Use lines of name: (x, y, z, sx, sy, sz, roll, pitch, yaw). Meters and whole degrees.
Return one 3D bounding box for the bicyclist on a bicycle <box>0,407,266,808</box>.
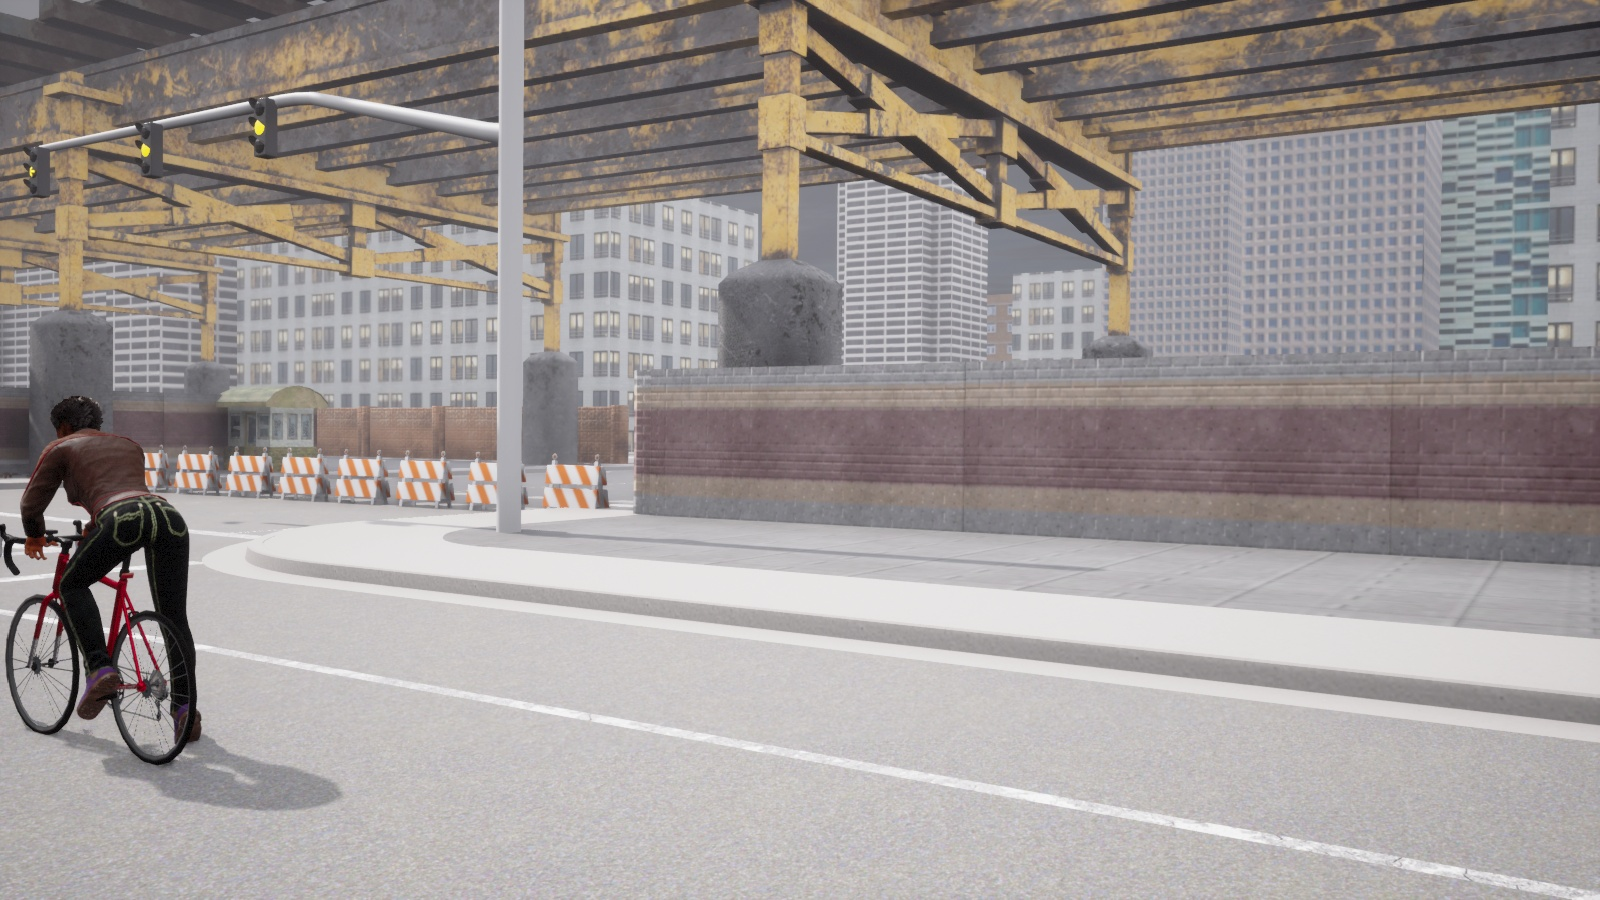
bicyclist on a bicycle: (-3.227, 0.635, 5.764, 1.656, 1.620, 0.582, 0, 1, 34)
